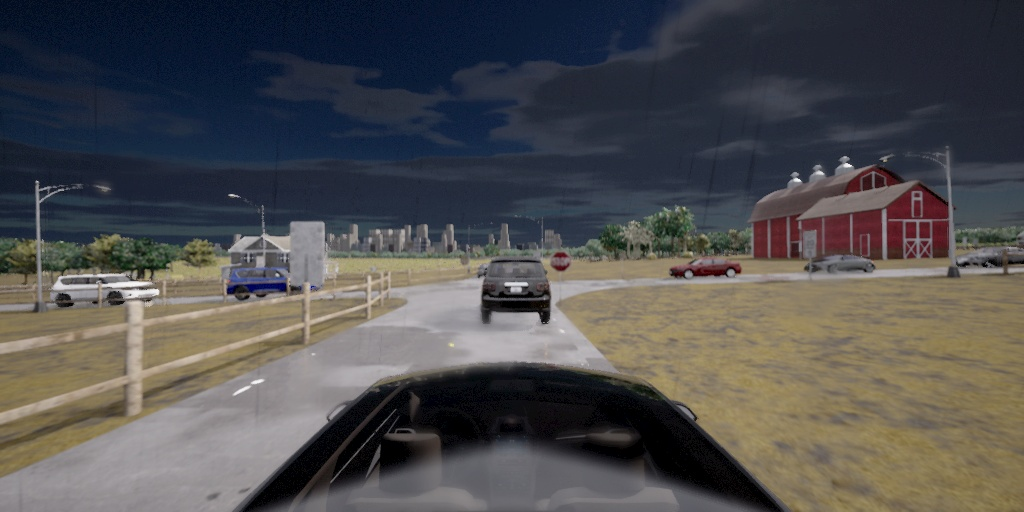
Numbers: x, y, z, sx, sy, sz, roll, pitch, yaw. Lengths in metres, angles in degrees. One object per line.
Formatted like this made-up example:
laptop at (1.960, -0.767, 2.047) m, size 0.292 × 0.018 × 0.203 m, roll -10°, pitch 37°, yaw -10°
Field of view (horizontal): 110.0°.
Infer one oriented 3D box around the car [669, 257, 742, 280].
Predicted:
car at (14.343, 0.888, 26.786) m, size 5.008 × 1.535 × 1.882 m, roll -2°, pitch -1°, yaw 0°

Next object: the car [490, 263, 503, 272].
car at (-2.742, 2.013, 63.562) m, size 1.994 × 1.385 × 4.181 m, roll 0°, pitch -1°, yaw 1°

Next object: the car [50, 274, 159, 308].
car at (-26.948, 2.211, 23.811) m, size 5.566 × 2.045 × 2.150 m, roll -3°, pitch -1°, yaw 0°

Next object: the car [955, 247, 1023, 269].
car at (35.977, 0.114, 26.790) m, size 4.902 × 1.511 × 2.128 m, roll -2°, pitch -1°, yaw 0°

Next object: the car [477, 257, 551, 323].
car at (0.136, 1.089, 12.867) m, size 2.150 × 2.045 × 5.566 m, roll 0°, pitch -1°, yaw 0°

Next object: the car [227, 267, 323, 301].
car at (-15.708, 1.762, 23.843) m, size 5.566 × 2.045 × 2.150 m, roll -2°, pitch -1°, yaw -1°

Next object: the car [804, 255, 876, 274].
car at (24.384, 0.603, 26.791) m, size 4.181 × 1.385 × 1.994 m, roll -2°, pitch -1°, yaw 0°
